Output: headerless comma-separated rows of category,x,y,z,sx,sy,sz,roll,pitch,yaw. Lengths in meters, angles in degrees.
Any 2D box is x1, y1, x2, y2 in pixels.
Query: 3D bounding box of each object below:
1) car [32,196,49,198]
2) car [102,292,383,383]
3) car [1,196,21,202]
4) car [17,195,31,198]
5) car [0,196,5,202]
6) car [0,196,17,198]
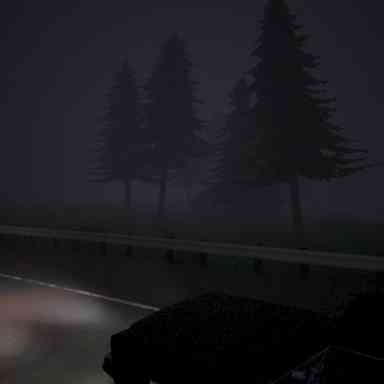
car,-34.634,1.540,77.438,2.033,1.411,5.357,0,0,2
car,1.441,1.601,2.740,4.718,1.301,1.895,0,0,35
car,-41.653,1.595,76.766,1.895,1.301,4.718,0,0,2
car,-38.154,1.525,76.699,2.128,1.511,4.902,0,0,2
car,-45.208,1.552,76.384,1.994,1.385,4.181,0,0,6
car,-36.609,1.525,63.260,2.128,1.511,4.902,0,0,14
